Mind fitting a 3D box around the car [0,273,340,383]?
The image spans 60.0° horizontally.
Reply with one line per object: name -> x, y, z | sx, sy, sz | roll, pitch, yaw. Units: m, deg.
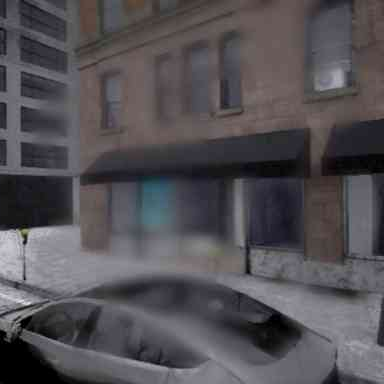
car -> -0.707, 1.598, 3.581 | 4.313, 1.339, 1.947 | -1, 0, 35
